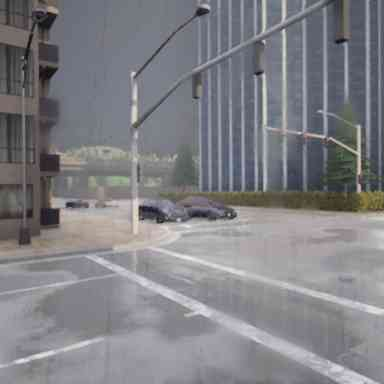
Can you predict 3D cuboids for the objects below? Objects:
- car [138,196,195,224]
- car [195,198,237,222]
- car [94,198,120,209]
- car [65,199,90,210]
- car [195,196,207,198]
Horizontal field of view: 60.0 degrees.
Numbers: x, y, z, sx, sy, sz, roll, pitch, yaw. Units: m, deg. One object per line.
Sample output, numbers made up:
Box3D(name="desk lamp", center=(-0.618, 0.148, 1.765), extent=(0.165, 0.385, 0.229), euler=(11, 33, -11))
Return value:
Box3D(name="car", center=(-2.071, 1.238, 23.646), extent=(2.097, 1.767, 4.553), euler=(-1, 0, -33))
Box3D(name="car", center=(1.411, 1.415, 25.091), extent=(1.994, 1.385, 4.181), euler=(-1, 0, -37))
Box3D(name="car", center=(-10.852, 1.450, 42.492), extent=(1.895, 1.301, 4.718), euler=(-1, 0, -35))
Box3D(name="car", center=(-14.252, 1.483, 41.257), extent=(1.895, 1.301, 4.718), euler=(-1, 0, -35))
Box3D(name="car", center=(0.032, 1.168, 33.279), extent=(2.097, 1.767, 4.553), euler=(-1, 0, -35))
